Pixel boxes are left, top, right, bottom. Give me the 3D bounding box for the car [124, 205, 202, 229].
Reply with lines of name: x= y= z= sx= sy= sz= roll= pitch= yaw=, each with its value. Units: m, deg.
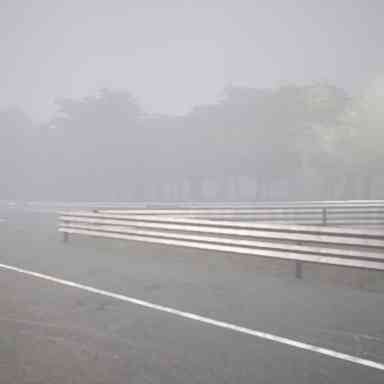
car: x=-2.115 y=1.483 z=20.262 sx=5.357 sy=1.411 sz=2.033 roll=-1 pitch=0 yaw=15
